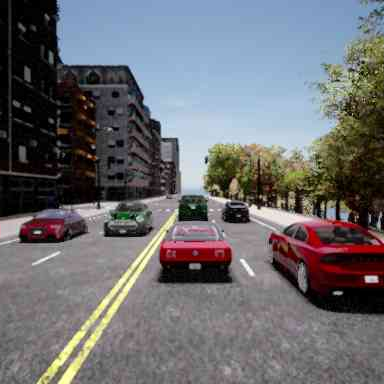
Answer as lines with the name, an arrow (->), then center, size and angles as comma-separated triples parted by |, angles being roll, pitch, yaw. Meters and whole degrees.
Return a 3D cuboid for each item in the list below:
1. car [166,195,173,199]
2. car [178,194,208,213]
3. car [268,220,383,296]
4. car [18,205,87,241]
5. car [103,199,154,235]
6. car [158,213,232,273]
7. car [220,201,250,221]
car -> -6.478, 1.435, 94.581 | 1.895, 1.301, 4.718 | 0, 0, 0
car -> 0.085, 1.165, 25.564 | 2.150, 2.045, 5.566 | 0, 0, 0
car -> 3.332, 1.457, 8.635 | 1.882, 1.535, 5.008 | 0, 0, 0
car -> -6.593, 1.528, 16.173 | 1.994, 1.385, 4.181 | 0, 0, 0
car -> -3.341, 1.310, 18.233 | 2.097, 1.767, 4.553 | 0, 0, 0
car -> 0.092, 1.576, 10.553 | 1.895, 1.301, 4.718 | 0, 0, 0
car -> 3.345, 1.448, 26.160 | 1.837, 1.490, 4.892 | 0, 0, 0
